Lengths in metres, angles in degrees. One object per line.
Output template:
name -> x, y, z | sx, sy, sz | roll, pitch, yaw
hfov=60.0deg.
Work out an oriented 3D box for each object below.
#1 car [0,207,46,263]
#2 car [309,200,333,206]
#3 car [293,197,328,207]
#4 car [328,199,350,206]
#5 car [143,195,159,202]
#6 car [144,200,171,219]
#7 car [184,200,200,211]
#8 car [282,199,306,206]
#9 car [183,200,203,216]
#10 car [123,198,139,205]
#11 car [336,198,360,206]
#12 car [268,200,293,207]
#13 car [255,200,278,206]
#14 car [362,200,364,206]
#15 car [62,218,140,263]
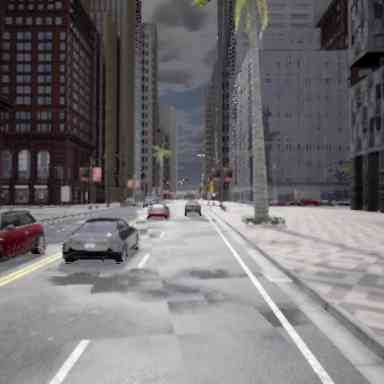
car -> -6.599, 1.417, 10.734 | 2.097, 1.767, 4.553 | 0, 0, 0
car -> 26.457, 2.221, 68.348 | 4.206, 1.307, 1.802 | 0, -1, -1
car -> 20.948, 1.788, 59.742 | 5.009, 1.841, 2.192 | 0, -1, -1
car -> 26.586, 2.023, 59.826 | 4.313, 1.339, 1.947 | 0, -1, -1
car -> -6.504, 1.439, 53.179 | 2.150, 2.045, 5.566 | 0, -1, 0
car -> -3.153, 1.805, 32.286 | 1.994, 1.385, 4.181 | 0, -1, 0
car -> 0.045, 1.918, 47.949 | 2.128, 1.511, 4.902 | 0, -1, 1
car -> 20.819, 2.220, 68.260 | 4.313, 1.339, 1.947 | 0, -1, -1
car -> 0.097, 1.792, 36.682 | 1.837, 1.490, 4.892 | 0, -1, 0
car -> -9.755, 1.570, 53.237 | 2.097, 1.767, 4.553 | 0, -1, 0
car -> 32.095, 2.064, 68.439 | 4.097, 1.590, 1.967 | 0, -1, -1
car -> 15.310, 2.074, 59.649 | 4.206, 1.307, 1.802 | 0, -1, -1
car -> 15.179, 2.239, 68.171 | 4.313, 1.339, 1.947 | 0, -1, -1
car -> 32.224, 2.008, 59.914 | 4.313, 1.339, 1.947 | 0, -1, -1
car -> -3.150, 1.640, 12.268 | 1.994, 1.385, 4.181 | 0, 0, 0
